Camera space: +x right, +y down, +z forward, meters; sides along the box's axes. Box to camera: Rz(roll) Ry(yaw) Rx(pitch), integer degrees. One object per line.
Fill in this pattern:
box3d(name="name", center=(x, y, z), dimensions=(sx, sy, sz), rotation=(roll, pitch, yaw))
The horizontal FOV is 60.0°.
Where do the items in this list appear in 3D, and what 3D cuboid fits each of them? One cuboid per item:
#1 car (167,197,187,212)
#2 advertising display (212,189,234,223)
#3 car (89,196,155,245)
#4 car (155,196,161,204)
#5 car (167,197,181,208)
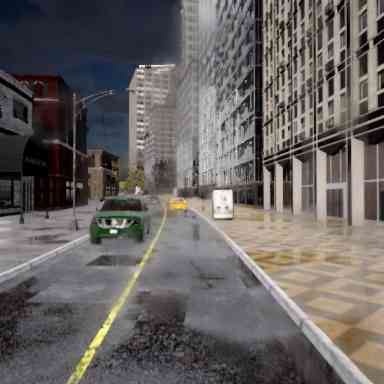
box3d(name="car", center=(-1.655, 1.453, 38.439), dimensions=(1.882, 1.535, 5.008), rotation=(0, 0, -4))
box3d(name="advertising display", center=(2.271, 1.016, 24.409), dimensions=(1.540, 2.440, 0.280), rotation=(-1, -1, -3))
box3d(name="car", center=(-3.213, 1.214, 15.933), dimensions=(2.150, 2.045, 5.566), rotation=(0, 0, -2))
box3d(name="car", center=(-6.759, 1.497, 60.450), dimensions=(1.812, 1.442, 4.674), rotation=(0, 0, -7))
box3d(name="car", center=(-2.705, 1.489, 49.566), dimensions=(1.812, 1.442, 4.674), rotation=(0, 0, -6))
